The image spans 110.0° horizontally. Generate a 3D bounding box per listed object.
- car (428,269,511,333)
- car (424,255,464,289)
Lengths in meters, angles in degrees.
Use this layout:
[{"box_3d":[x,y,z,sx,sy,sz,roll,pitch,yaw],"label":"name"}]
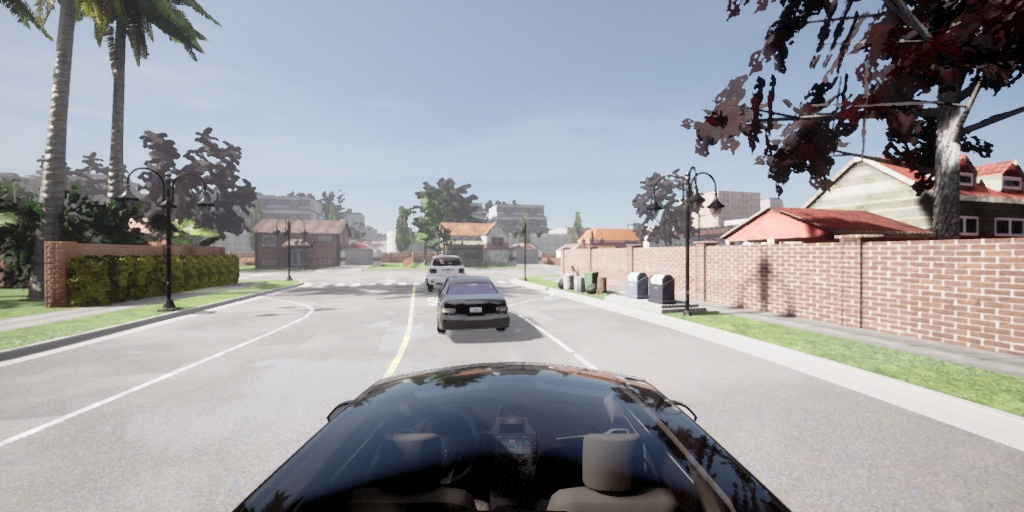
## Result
[{"box_3d":[-1.333,1.296,10.797,2.033,1.411,5.357,0,0,-11],"label":"car"},{"box_3d":[-4.237,0.975,22.473,2.150,2.045,5.566,0,0,-15],"label":"car"}]
